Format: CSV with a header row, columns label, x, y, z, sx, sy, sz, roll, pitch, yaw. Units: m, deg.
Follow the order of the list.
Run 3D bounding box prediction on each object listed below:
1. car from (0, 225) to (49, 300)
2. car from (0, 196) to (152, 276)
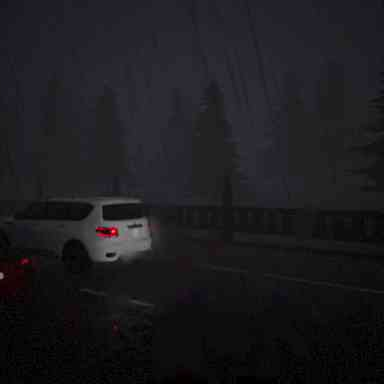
label,x,y,z,sx,sy,sz,roll,pitch,yaw
car,-5.318,1.511,7.071,4.181,1.385,1.994,0,0,30
car,-3.857,1.155,10.294,5.566,2.045,2.150,0,0,30
